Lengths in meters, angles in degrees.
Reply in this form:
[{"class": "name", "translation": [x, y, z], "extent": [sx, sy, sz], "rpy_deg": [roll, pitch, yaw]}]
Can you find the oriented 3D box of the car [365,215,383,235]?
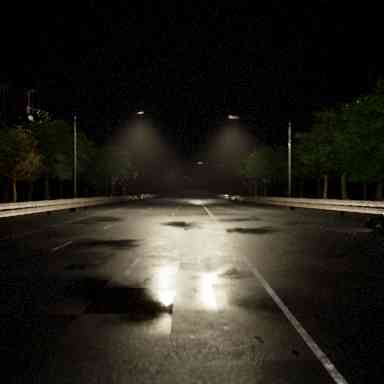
[{"class": "car", "translation": [9.999, 1.323, 14.293], "extent": [2.033, 1.411, 5.357], "rpy_deg": [0, 0, -11]}]
